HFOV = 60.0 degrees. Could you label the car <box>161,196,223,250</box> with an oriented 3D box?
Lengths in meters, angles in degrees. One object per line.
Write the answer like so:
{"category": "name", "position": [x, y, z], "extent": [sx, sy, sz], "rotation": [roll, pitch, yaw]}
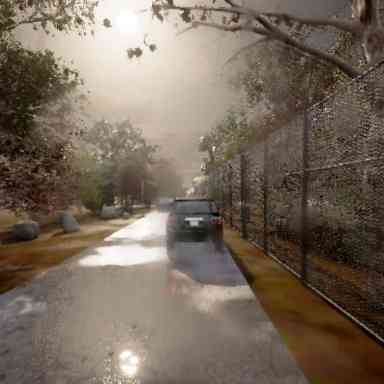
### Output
{"category": "car", "position": [0.083, 1.196, 14.386], "extent": [2.150, 2.045, 5.566], "rotation": [-1, 0, 0]}

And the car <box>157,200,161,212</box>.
{"category": "car", "position": [-2.951, 1.491, 38.309], "extent": [1.882, 1.535, 5.008], "rotation": [0, 0, 0]}

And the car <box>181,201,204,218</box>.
{"category": "car", "position": [0.023, 1.547, 30.969], "extent": [1.994, 1.385, 4.181], "rotation": [0, 0, 0]}
